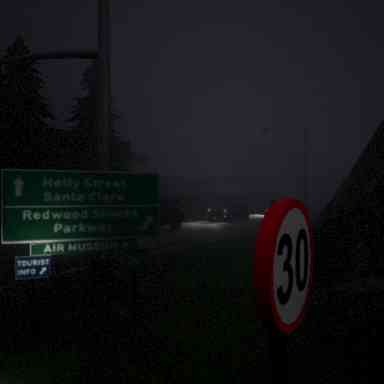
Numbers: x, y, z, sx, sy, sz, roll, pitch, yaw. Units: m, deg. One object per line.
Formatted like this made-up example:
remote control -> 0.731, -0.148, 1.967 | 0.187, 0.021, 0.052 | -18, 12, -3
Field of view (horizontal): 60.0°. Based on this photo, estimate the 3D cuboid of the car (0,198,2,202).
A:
car -> -12.392, 1.507, 26.070 | 1.905, 1.878, 3.866 | 0, 0, 35

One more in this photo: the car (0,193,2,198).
car -> -38.595, 1.497, 70.012 | 4.514, 1.523, 2.007 | 0, 0, 35

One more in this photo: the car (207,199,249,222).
car -> 3.183, 1.545, 28.905 | 2.097, 1.767, 4.553 | 0, 0, 36

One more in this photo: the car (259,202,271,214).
car -> 9.054, 1.757, 36.962 | 1.994, 1.385, 4.181 | 0, 0, 36

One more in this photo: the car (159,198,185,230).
car -> -2.705, 1.415, 20.811 | 2.150, 2.045, 5.566 | 0, 0, 36
